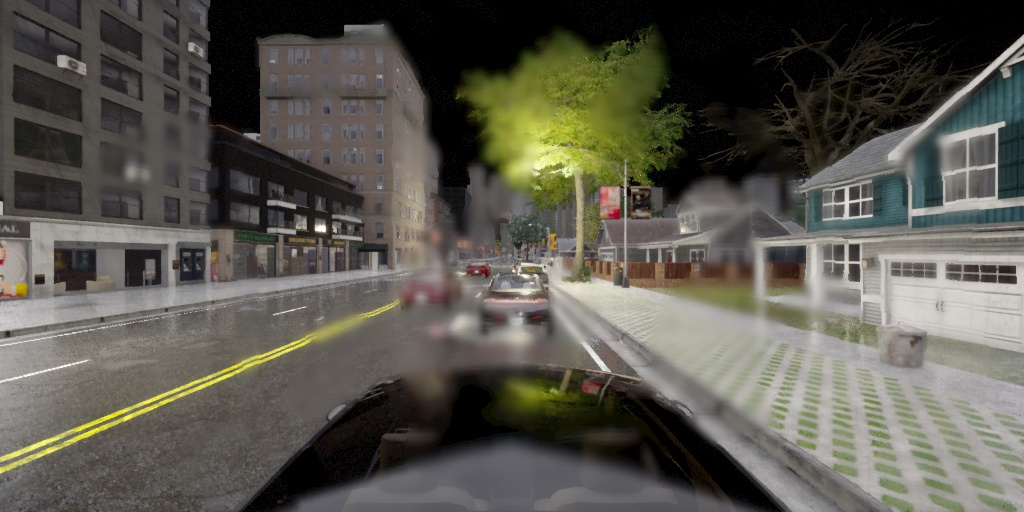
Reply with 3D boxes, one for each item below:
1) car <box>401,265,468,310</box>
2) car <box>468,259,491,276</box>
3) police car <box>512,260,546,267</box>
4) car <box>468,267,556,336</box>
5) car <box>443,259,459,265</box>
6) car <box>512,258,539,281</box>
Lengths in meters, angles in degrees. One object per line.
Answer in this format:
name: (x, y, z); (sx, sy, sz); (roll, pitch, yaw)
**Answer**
car: (-3.097, 1.270, 14.591); (1.812, 1.442, 4.674); (0, 0, 0)
car: (-3.021, 1.206, 33.297); (1.882, 1.535, 5.008); (0, 0, 0)
police car: (1.052, 1.165, 20.618); (1.930, 1.638, 5.238); (0, 0, 0)
car: (0.134, 1.239, 10.369); (2.128, 1.511, 4.902); (0, 0, 0)
car: (-9.609, 1.184, 56.344); (1.882, 1.535, 5.008); (0, 0, 0)
car: (1.093, 1.082, 30.479); (2.097, 1.767, 4.553); (0, 0, 0)
